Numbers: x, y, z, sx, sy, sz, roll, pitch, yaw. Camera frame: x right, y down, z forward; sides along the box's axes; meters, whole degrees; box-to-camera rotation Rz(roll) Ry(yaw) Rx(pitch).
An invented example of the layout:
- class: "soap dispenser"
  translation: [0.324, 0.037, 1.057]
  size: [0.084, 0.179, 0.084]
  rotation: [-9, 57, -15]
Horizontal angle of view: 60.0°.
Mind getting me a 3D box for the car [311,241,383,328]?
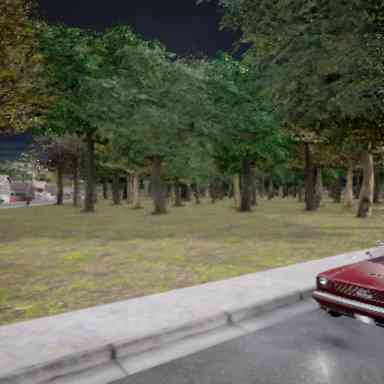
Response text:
- class: "car"
  translation: [4.363, 1.599, 6.313]
  size: [4.718, 1.301, 1.895]
  rotation: [0, 0, -37]
